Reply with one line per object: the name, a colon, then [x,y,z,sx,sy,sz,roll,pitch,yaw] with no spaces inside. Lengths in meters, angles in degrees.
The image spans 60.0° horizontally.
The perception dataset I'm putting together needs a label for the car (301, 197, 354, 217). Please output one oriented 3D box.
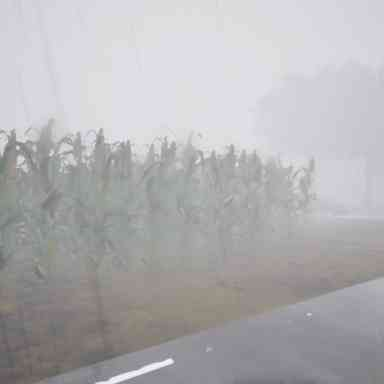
car: [14.702,1.567,36.418,2.150,2.045,5.566,-1,0,-35]
